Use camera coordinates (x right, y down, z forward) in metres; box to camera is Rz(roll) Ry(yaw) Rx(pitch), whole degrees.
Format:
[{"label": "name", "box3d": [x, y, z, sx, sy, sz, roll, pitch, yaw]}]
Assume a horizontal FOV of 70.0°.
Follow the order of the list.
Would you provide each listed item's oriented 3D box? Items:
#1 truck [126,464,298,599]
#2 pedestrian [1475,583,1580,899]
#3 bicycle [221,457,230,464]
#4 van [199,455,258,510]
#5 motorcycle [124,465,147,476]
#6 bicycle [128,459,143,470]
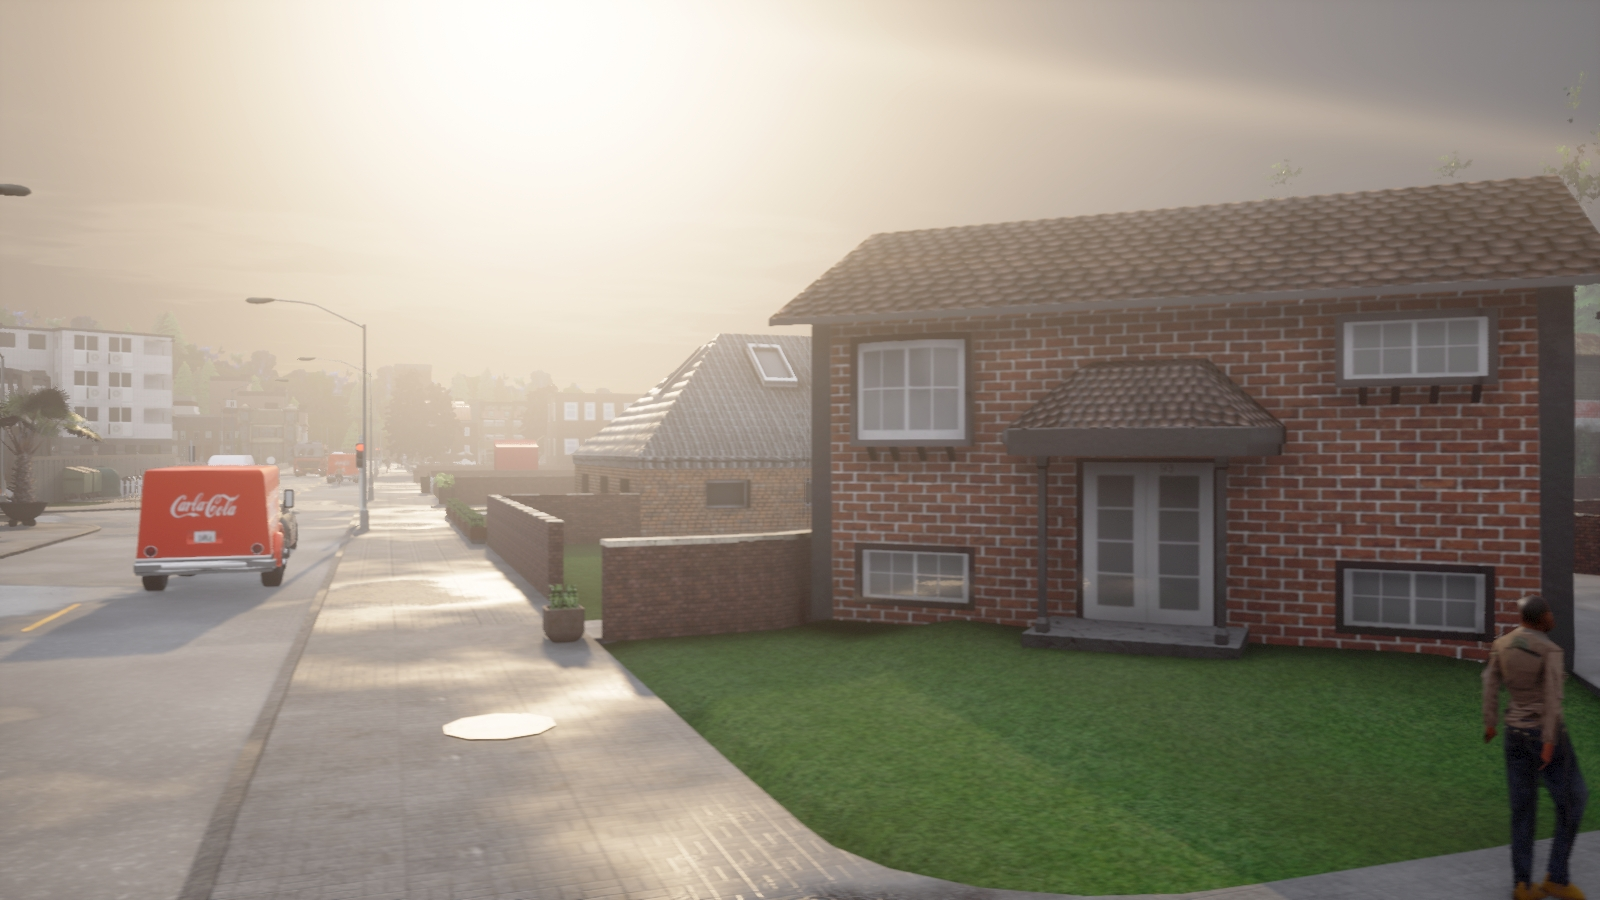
[{"label": "truck", "box3d": [-12.267, 1.565, 24.263, 2.627, 2.467, 5.204, 0, 0, -20]}, {"label": "pedestrian", "box3d": [4.318, 1.745, 6.789, 0.375, 1.860, 0.375, 0, 0, -20]}, {"label": "bicycle", "box3d": [-112.473, 2.057, 223.724, 1.643, 1.496, 0.373, 0, 0, -20]}, {"label": "van", "box3d": [-28.396, 1.534, 56.915, 1.988, 2.561, 5.915, 0, 0, -20]}, {"label": "motorcycle", "box3d": [-72.048, 2.187, 123.935, 2.033, 1.199, 0.803, 0, 0, -20]}, {"label": "bicycle", "box3d": [-93.628, 2.061, 160.946, 1.835, 1.471, 0.329, 0, 0, -20]}]
